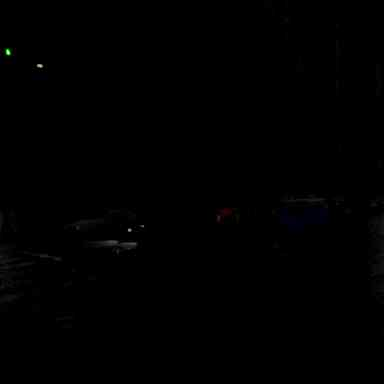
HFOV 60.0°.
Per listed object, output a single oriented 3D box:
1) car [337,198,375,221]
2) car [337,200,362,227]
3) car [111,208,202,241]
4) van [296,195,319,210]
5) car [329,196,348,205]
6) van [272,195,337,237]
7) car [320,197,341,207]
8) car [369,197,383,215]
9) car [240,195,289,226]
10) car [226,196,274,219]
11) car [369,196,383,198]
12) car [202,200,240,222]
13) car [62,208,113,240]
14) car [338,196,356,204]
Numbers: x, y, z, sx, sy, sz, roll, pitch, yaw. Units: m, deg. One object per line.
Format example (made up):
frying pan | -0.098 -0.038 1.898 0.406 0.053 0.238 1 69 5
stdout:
car | 12.352 1.388 25.411 1.887 1.381 4.507 -1 -1 37
car | 9.072 1.424 21.105 1.947 1.339 4.313 -1 -1 37
car | -1.642 1.554 16.716 1.994 1.385 4.181 -1 -1 37
van | 14.969 1.298 42.918 1.690 1.788 3.998 -1 -1 37
car | 24.484 1.447 55.403 1.752 1.417 4.829 -1 -1 37
van | 5.789 1.214 16.801 1.690 1.788 3.998 -1 0 37
car | 21.382 1.499 51.330 1.947 1.339 4.313 -1 -1 37
car | 15.633 1.412 29.718 1.802 1.307 4.206 -1 -1 37
car | 5.156 1.266 20.534 2.097 1.767 4.553 -1 -1 37
car | 5.354 1.311 30.296 2.192 1.841 5.009 -1 0 37
car | 18.913 1.367 34.024 2.008 1.369 4.403 -1 -1 37
car | 2.152 1.554 26.087 1.887 1.381 4.507 -1 0 37
car | -4.368 1.566 17.539 1.752 1.417 4.829 -1 0 37
car | 27.793 1.461 59.745 2.008 1.369 4.403 -1 -1 37
